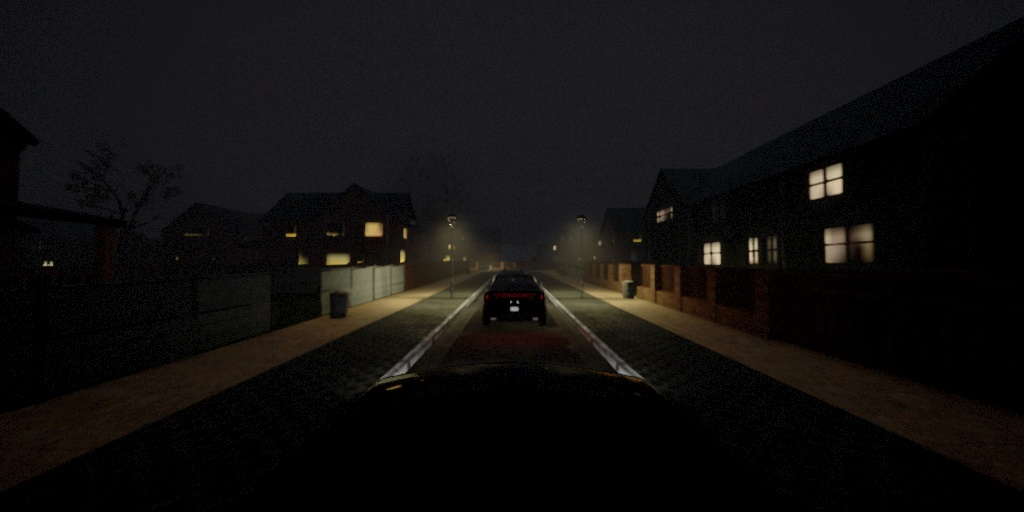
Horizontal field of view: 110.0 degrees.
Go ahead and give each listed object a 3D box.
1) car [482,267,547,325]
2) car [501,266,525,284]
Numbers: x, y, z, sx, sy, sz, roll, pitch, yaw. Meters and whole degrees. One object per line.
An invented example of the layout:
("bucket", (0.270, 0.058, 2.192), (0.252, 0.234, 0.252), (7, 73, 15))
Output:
("car", (0.077, 1.311, 12.300), (1.882, 1.535, 5.008), (0, 0, 0))
("car", (0.084, 1.568, 30.054), (1.895, 1.301, 4.718), (0, 0, 0))
